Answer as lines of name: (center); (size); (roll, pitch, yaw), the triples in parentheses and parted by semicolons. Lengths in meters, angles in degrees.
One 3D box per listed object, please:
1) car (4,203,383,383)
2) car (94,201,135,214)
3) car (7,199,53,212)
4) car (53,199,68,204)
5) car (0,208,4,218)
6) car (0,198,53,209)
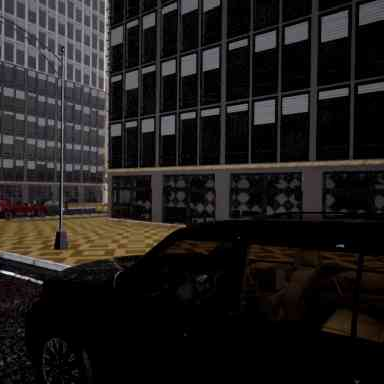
car: (0.699, 1.221, 3.184); (5.566, 2.045, 2.150); (0, 0, 36)
car: (-9.301, 1.829, 40.239); (1.752, 1.417, 4.829); (1, 0, 37)
car: (-19.596, 1.642, 40.433); (1.752, 1.417, 4.829); (1, 0, 37)
car: (-17.096, 1.666, 39.440); (1.837, 1.490, 4.892); (1, 1, 37)
car: (-7.283, 1.347, 8.905); (4.553, 1.767, 2.097); (0, 0, 36)
car: (-16.126, 1.518, 31.048); (2.192, 1.841, 5.009); (1, 0, 37)
